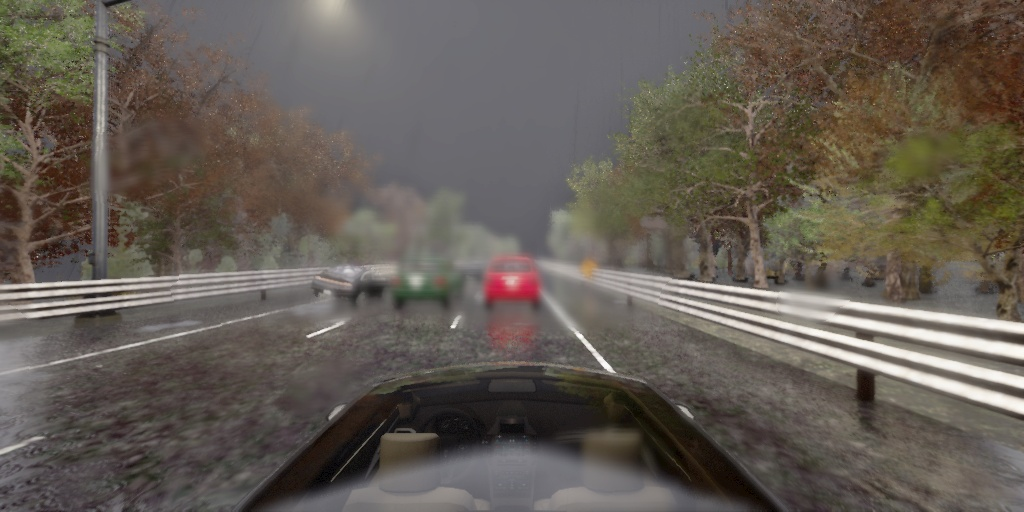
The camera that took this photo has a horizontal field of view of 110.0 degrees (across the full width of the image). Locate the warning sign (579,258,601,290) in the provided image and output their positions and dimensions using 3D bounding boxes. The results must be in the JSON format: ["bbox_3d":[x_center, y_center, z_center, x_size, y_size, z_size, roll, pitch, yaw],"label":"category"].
[{"bbox_3d":[4.643,1.043,21.132,1.300,1.860,1.060,0,0,1],"label":"warning sign"}]

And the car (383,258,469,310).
[{"bbox_3d":[-3.455,1.097,15.685,2.150,2.045,5.566,0,0,0],"label":"car"}]

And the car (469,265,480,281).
[{"bbox_3d":[-3.272,1.524,30.934,1.837,1.490,4.892,0,0,1],"label":"car"}]

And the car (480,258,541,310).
[{"bbox_3d":[0.044,1.097,15.666,2.150,2.045,5.566,0,0,0],"label":"car"}]

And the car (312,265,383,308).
[{"bbox_3d":[-6.838,1.220,16.002,2.128,1.511,4.902,13,0,1],"label":"car"}]
